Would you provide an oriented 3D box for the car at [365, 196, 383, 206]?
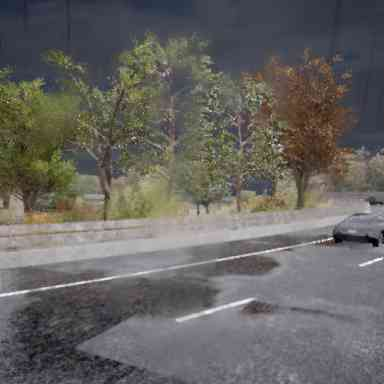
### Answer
[{"bbox_3d":[37.729,1.807,68.873,2.150,2.045,5.566,0,0,10],"label":"car"}]

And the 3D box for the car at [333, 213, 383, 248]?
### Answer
[{"bbox_3d":[8.416,1.704,15.878,4.181,1.385,1.994,1,0,-44],"label":"car"}]
